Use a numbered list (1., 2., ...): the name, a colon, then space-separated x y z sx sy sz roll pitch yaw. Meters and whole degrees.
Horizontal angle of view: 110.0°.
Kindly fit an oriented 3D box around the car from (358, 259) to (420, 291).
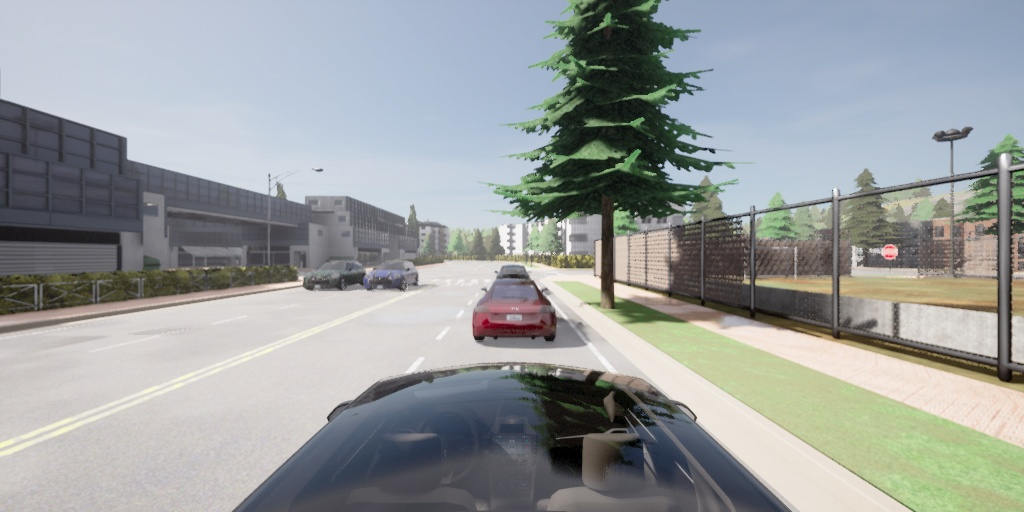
1. car: -7.079 1.079 21.513 2.097 1.767 4.553 0 0 0

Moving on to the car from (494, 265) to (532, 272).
1. car: 0.059 1.235 20.174 1.837 1.490 4.892 0 0 0

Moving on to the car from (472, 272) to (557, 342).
1. car: 0.064 1.305 9.788 1.994 1.385 4.181 0 0 0

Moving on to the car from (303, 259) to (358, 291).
1. car: -10.578 1.078 21.769 2.097 1.767 4.553 0 0 0
